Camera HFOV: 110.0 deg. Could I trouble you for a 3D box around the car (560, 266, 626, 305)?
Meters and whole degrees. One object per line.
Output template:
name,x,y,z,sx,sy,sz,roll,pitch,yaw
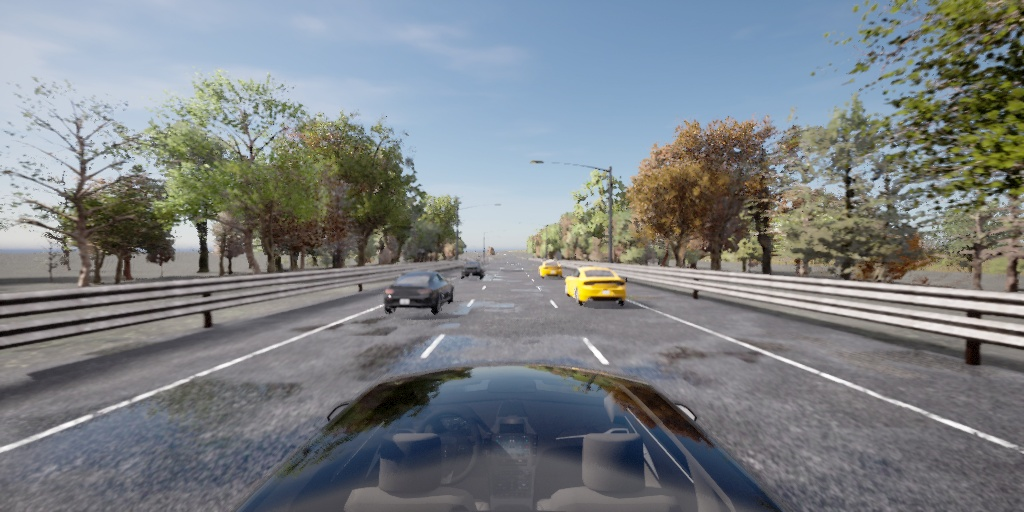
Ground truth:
car,3.590,1.241,16.141,1.882,1.535,5.008,0,0,0

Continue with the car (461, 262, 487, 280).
car,-3.420,1.288,32.379,1.837,1.490,4.892,0,0,0

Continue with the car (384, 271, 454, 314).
car,-3.411,1.286,13.720,1.812,1.442,4.674,0,0,0

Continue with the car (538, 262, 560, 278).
car,3.581,1.263,33.825,1.882,1.535,5.008,0,0,0
